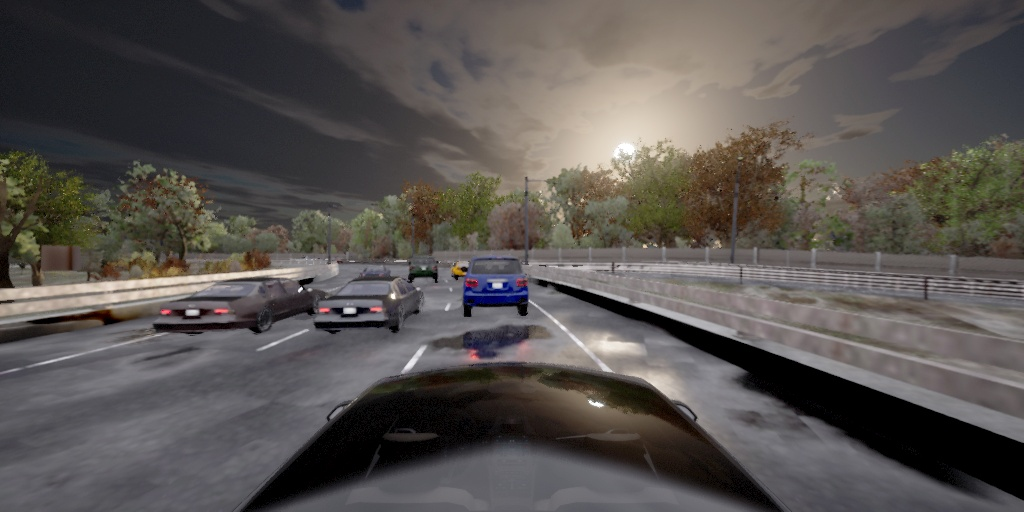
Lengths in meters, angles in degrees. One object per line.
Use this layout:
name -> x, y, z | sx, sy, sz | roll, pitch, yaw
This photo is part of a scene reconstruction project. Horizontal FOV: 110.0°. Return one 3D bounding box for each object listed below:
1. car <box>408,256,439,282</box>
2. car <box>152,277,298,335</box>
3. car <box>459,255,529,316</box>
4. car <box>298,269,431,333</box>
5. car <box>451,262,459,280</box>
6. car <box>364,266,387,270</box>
car -> -7.110, 1.000, 28.875 | 2.150, 2.045, 5.566 | 0, 0, -14
car -> -7.456, 1.327, 10.641 | 2.033, 1.411, 5.357 | 0, 0, -5
car -> -0.733, 0.976, 13.587 | 2.150, 2.045, 5.566 | 0, 0, -6
car -> -3.957, 1.313, 10.814 | 2.033, 1.411, 5.357 | 0, 0, -5
car -> -4.352, 1.243, 32.089 | 1.882, 1.535, 5.008 | 0, 0, -15
car -> -10.472, 1.391, 27.873 | 1.895, 1.301, 4.718 | 0, 0, -14
